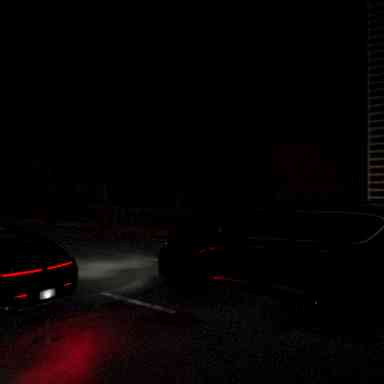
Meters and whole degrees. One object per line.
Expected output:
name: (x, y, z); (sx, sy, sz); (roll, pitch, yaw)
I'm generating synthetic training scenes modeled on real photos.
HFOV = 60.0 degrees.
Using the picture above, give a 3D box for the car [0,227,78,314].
car: (-4.481, 1.531, 7.194); (4.892, 1.490, 1.837); (0, 0, 36)

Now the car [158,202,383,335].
car: (1.869, 1.230, 6.960); (5.566, 2.045, 2.150); (0, 0, 36)
